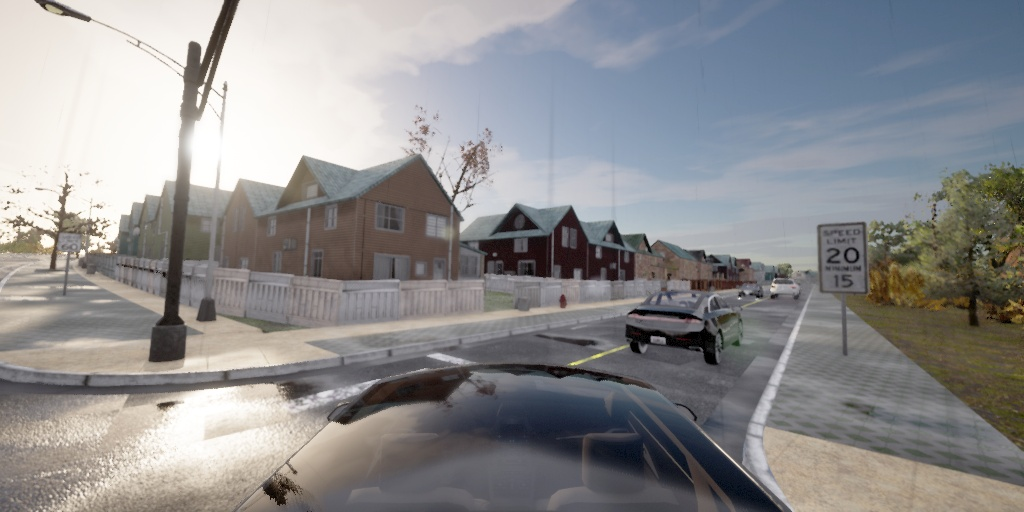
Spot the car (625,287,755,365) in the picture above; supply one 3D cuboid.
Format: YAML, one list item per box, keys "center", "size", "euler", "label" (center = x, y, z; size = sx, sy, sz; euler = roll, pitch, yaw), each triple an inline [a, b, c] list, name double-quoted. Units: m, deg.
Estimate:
- center: [4.554, 1.638, 9.180]
  size: [2.128, 1.511, 4.902]
  euler: [-2, -4, 40]
  label: "car"

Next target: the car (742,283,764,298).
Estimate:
- center: [25.183, 3.611, 37.770]
  size: [2.128, 1.511, 4.902]
  euler: [-2, -4, 40]
  label: "car"

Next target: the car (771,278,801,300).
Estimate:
- center: [28.173, 3.348, 36.935]
  size: [2.150, 2.045, 5.566]
  euler: [-2, -4, 41]
  label: "car"
